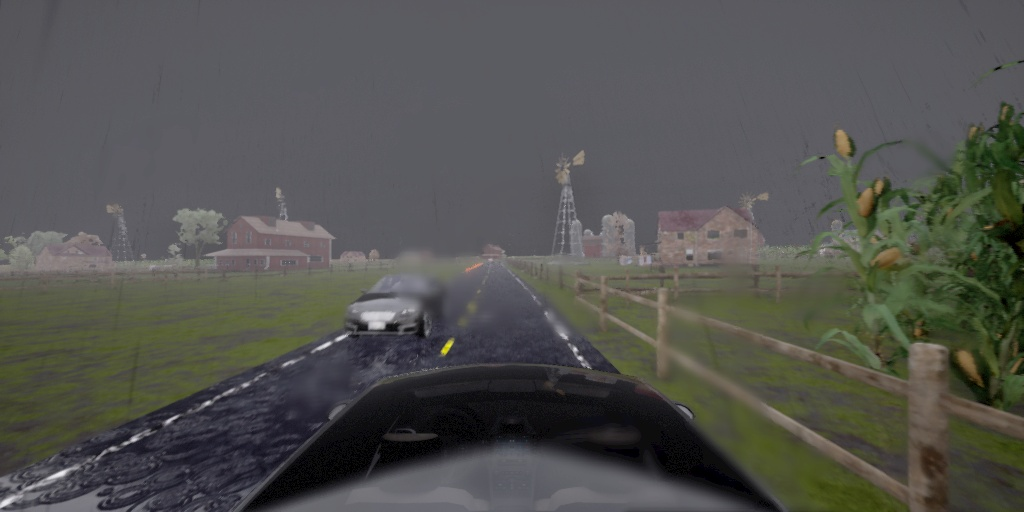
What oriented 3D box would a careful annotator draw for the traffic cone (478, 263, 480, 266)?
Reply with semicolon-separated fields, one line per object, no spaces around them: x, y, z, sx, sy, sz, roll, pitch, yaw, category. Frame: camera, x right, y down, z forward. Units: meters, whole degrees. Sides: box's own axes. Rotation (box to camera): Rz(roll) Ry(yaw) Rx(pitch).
-6.336;1.818;63.396;0.340;0.580;0.340;0;0;-3;traffic cone

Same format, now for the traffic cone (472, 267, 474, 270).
-5.592;1.783;48.413;0.340;0.580;0.340;0;0;-3;traffic cone

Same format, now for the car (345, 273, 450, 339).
-2.963;1.244;10.179;2.128;1.511;4.902;0;0;-1;car

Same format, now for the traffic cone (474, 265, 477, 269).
-5.840;1.795;53.407;0.340;0.580;0.340;0;0;-3;traffic cone

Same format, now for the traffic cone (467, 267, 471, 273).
-5.345;1.772;43.419;0.340;0.580;0.340;0;0;-3;traffic cone
